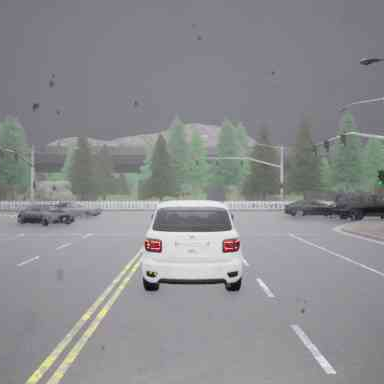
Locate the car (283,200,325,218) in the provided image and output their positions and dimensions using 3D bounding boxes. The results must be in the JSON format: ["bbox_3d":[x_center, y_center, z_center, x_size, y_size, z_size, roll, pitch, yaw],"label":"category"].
[{"bbox_3d":[10.476,1.458,28.928,4.892,1.490,1.837,0,0,0],"label":"car"}]

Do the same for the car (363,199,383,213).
[{"bbox_3d":[21.209,1.508,36.156,4.181,1.385,1.994,0,0,0],"label":"car"}]

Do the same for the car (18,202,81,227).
[{"bbox_3d":[-9.864,1.555,22.507,4.181,1.385,1.994,0,0,33],"label":"car"}]

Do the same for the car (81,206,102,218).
[{"bbox_3d":[-10.285,1.564,28.817,4.718,1.301,1.895,0,0,0],"label":"car"}]

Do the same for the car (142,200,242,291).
[{"bbox_3d":[0.008,1.221,9.127,2.150,2.045,5.566,0,0,0],"label":"car"}]

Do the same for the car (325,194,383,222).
[{"bbox_3d":[13.596,1.166,25.446,5.566,2.045,2.150,0,0,0],"label":"car"}]
